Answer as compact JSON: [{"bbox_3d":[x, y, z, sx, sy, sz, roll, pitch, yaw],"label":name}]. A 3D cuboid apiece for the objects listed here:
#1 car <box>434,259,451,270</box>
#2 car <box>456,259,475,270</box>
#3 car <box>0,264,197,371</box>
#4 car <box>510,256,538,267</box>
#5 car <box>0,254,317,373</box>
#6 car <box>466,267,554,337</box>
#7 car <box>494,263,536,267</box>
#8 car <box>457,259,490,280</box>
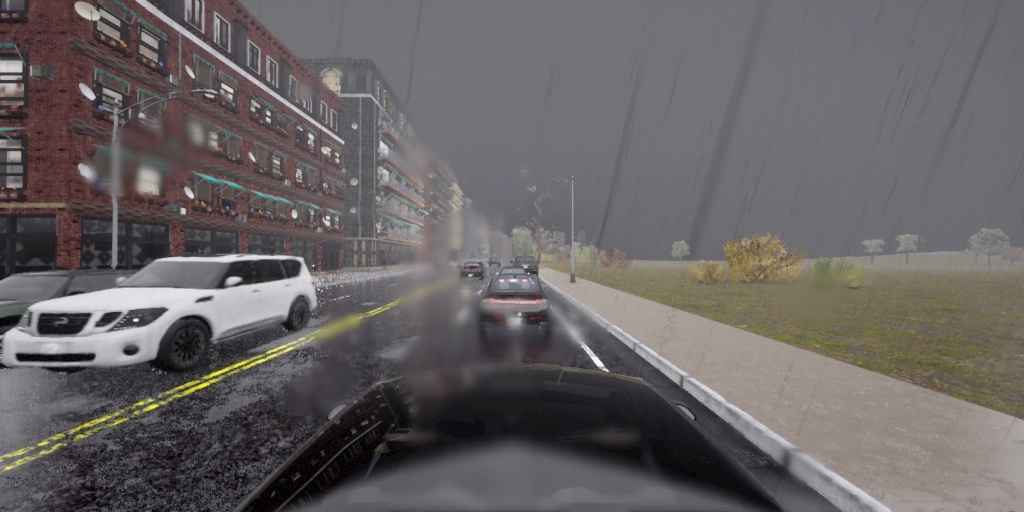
[{"bbox_3d":[-9.956,1.257,51.672,1.837,1.490,4.892,0,0,0],"label":"car"},{"bbox_3d":[-6.706,1.244,51.947,2.128,1.511,4.902,0,0,0],"label":"car"},{"bbox_3d":[-9.864,1.103,7.765,2.097,1.767,4.553,0,0,0],"label":"car"},{"bbox_3d":[1.073,0.978,31.007,2.150,2.045,5.566,0,0,0],"label":"car"},{"bbox_3d":[-6.613,0.972,7.919,2.150,2.045,5.566,0,0,0],"label":"car"},{"bbox_3d":[0.082,1.243,10.354,2.128,1.511,4.902,0,0,0],"label":"car"},{"bbox_3d":[0.062,1.300,20.794,2.033,1.411,5.357,0,0,0],"label":"car"},{"bbox_3d":[-3.215,1.258,30.709,1.837,1.490,4.892,0,0,0],"label":"car"}]
